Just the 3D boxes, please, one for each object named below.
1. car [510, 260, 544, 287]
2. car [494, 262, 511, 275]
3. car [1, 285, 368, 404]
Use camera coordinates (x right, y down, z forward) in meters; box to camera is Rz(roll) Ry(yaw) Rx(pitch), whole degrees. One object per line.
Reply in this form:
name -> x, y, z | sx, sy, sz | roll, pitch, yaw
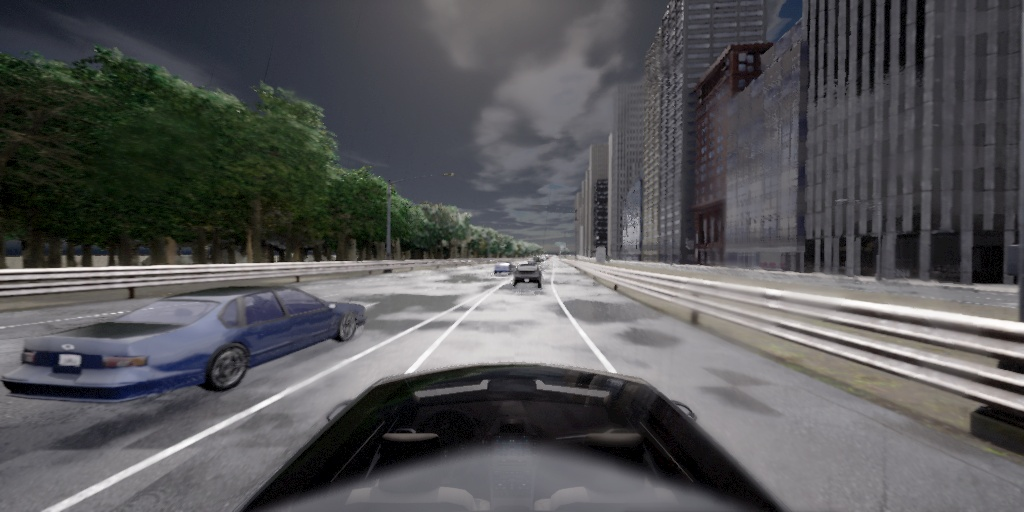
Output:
car -> 1.176, 1.287, 25.229 | 1.837, 1.490, 4.892 | 0, 0, 6
car -> -0.786, 1.323, 39.633 | 2.033, 1.411, 5.357 | 1, 0, 7
car -> -4.827, 1.255, 6.651 | 2.033, 1.411, 5.357 | 1, 0, 7
